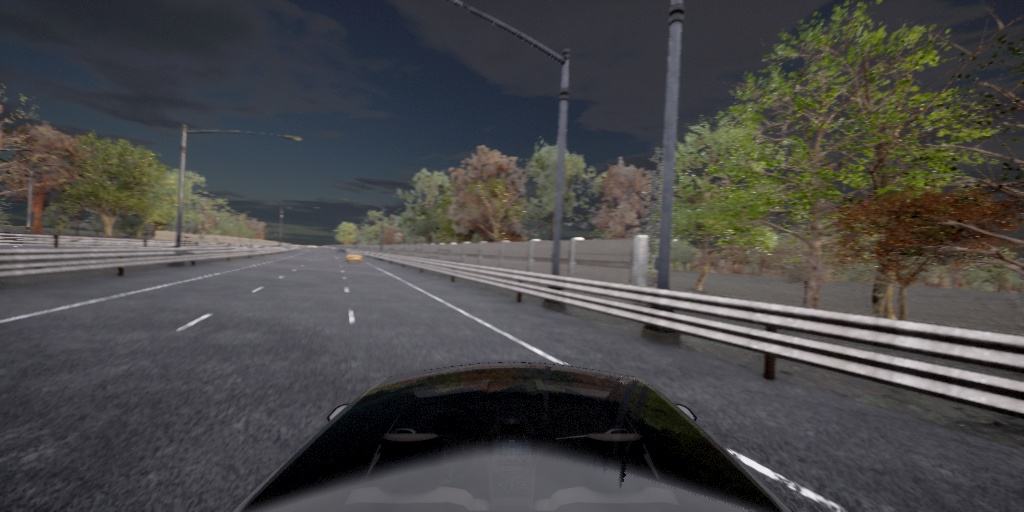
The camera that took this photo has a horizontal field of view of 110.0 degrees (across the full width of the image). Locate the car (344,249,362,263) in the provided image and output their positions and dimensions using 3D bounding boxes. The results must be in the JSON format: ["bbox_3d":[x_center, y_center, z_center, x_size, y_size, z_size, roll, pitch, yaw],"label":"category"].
[{"bbox_3d":[-22.011,0.049,49.939,1.801,1.575,5.366,3,0,-27],"label":"car"}]
